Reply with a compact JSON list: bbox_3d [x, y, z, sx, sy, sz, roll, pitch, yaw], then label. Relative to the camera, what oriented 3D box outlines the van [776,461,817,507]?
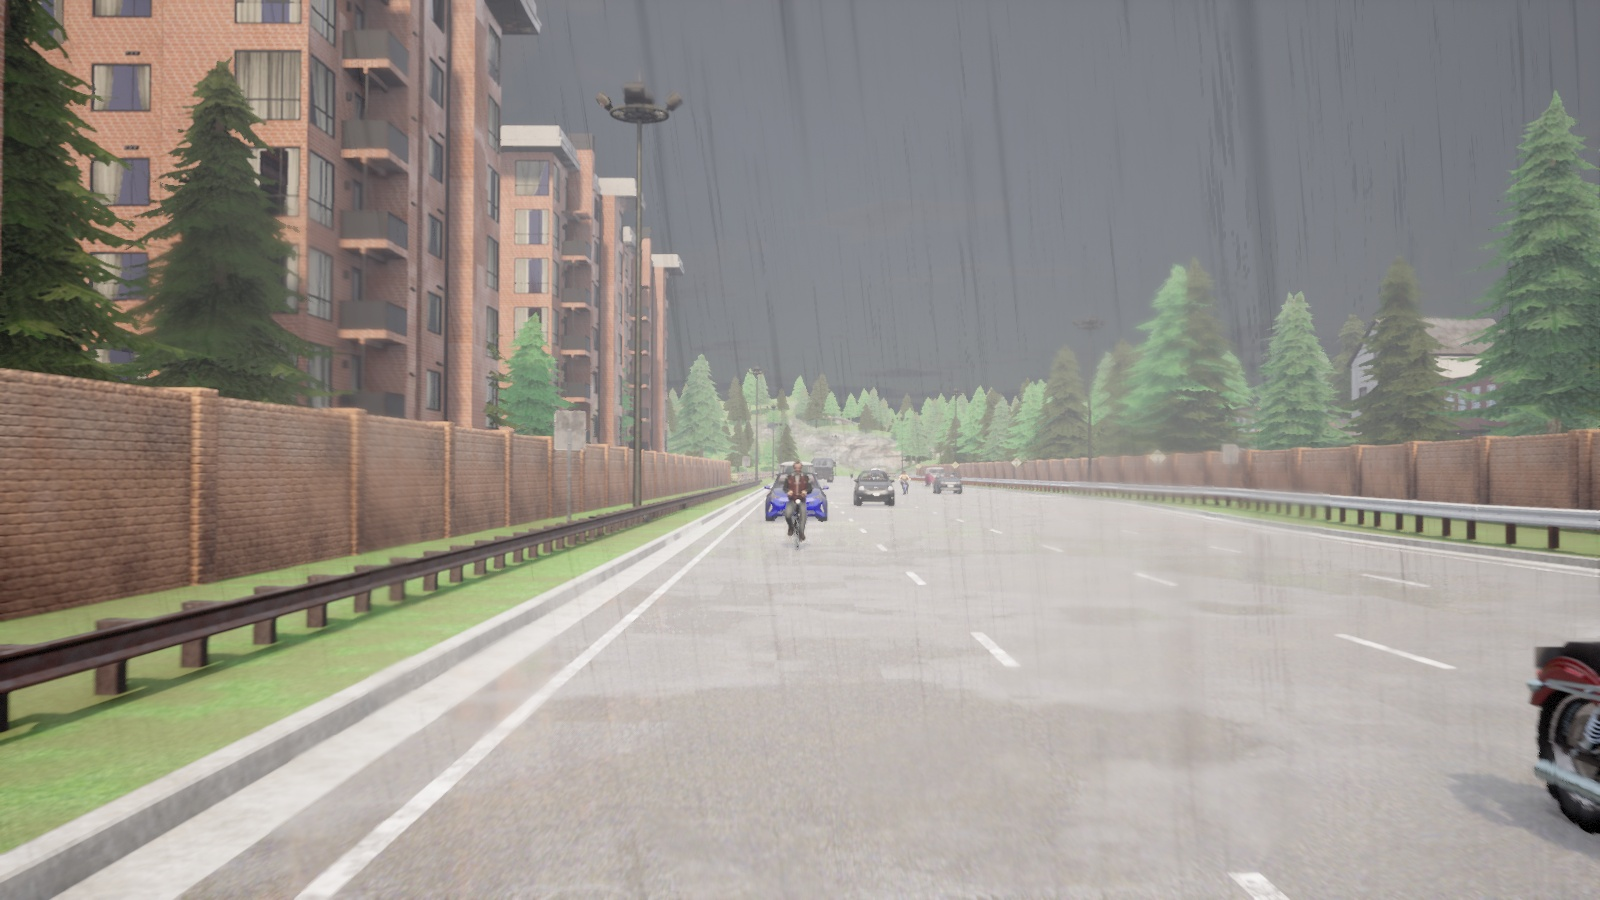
[{"bbox_3d":[-0.139,1.516,56.643,1.775,1.987,4.442,0,-1,0],"label":"van"}]

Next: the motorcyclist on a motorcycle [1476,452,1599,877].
[{"bbox_3d":[3.488,0.827,4.572,0.766,1.649,2.350,0,-1,0],"label":"motorcyclist on a motorcycle"}]

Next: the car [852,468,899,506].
[{"bbox_3d":[3.362,1.649,56.723,1.851,1.617,3.988,0,-1,0],"label":"car"}]

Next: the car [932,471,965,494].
[{"bbox_3d":[10.289,2.210,87.103,1.789,1.549,3.705,0,-1,0],"label":"car"}]

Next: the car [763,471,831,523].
[{"bbox_3d":[-0.096,1.423,39.530,2.007,1.525,4.514,0,-1,0],"label":"car"}]

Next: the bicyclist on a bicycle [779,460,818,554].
[{"bbox_3d":[-0.042,1.099,24.701,0.659,1.776,1.843,1,-1,-3],"label":"bicyclist on a bicycle"}]
